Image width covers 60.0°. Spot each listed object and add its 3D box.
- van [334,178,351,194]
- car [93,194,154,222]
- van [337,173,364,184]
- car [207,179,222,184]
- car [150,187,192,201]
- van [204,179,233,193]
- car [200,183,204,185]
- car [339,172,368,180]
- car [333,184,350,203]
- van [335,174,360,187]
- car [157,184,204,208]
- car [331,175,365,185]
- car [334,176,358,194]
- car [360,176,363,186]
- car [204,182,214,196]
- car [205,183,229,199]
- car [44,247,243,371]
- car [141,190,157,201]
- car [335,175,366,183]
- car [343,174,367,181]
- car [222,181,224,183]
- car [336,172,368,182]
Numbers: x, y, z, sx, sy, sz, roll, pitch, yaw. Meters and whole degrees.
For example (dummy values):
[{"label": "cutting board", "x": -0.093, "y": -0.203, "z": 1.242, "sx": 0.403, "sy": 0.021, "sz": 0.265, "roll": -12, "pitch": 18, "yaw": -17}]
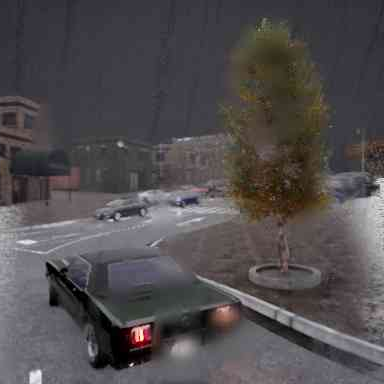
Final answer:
[{"label": "van", "x": 13.347, "y": -0.137, "z": 34.049, "sx": 4.442, "sy": 1.987, "sz": 1.878, "roll": -1, "pitch": 4, "yaw": 10}, {"label": "car", "x": -5.251, "y": 1.248, "z": 24.907, "sx": 1.837, "sy": 1.490, "sz": 4.892, "roll": 0, "pitch": 3, "yaw": 29}, {"label": "van", "x": 31.109, "y": -2.693, "z": 65.315, "sx": 4.442, "sy": 1.987, "sz": 1.878, "roll": -1, "pitch": 4, "yaw": 9}, {"label": "car", "x": 1.618, "y": -0.545, "z": 48.496, "sx": 4.553, "sy": 1.767, "sz": 2.185, "roll": -2, "pitch": 3, "yaw": 8}, {"label": "car", "x": -2.550, "y": 0.233, "z": 40.732, "sx": 4.792, "sy": 1.488, "sz": 2.163, "roll": -2, "pitch": 3, "yaw": 8}, {"label": "van", "x": 4.255, "y": -1.055, "z": 53.691, "sx": 4.442, "sy": 1.987, "sz": 1.878, "roll": -2, "pitch": 3, "yaw": 9}, {"label": "car", "x": -1.166, "y": -0.129, "z": 43.311, "sx": 4.553, "sy": 1.767, "sz": 2.185, "roll": -2, "pitch": 3, "yaw": 8}, {"label": "car", "x": 25.229, "y": -1.866, "z": 54.839, "sx": 5.566, "sy": 2.045, "sz": 2.435, "roll": -1, "pitch": 4, "yaw": 9}, {"label": "car", "x": 11.730, "y": 0.302, "z": 31.499, "sx": 5.008, "sy": 1.535, "sz": 2.097, "roll": -1, "pitch": 4, "yaw": 10}, {"label": "van", "x": 19.360, "y": -0.988, "z": 44.405, "sx": 4.442, "sy": 1.987, "sz": 1.878, "roll": -1, "pitch": 4, "yaw": 10}, {"label": "car", "x": -1.022, "y": 0.523, "z": 32.752, "sx": 2.097, "sy": 1.767, "sz": 4.553, "roll": 0, "pitch": 4, "yaw": 29}, {"label": "car", "x": 29.379, "y": -2.255, "z": 62.751, "sx": 5.366, "sy": 1.575, "sz": 1.946, "roll": -1, "pitch": 4, "yaw": 9}, {"label": "car", "x": 14.705, "y": -0.373, "z": 36.652, "sx": 5.566, "sy": 2.045, "sz": 2.435, "roll": -1, "pitch": 4, "yaw": 10}, {"label": "car", "x": 22.248, "y": -1.187, "z": 49.629, "sx": 4.892, "sy": 1.521, "sz": 2.231, "roll": -1, "pitch": 4, "yaw": 10}, {"label": "car", "x": 0.174, "y": -0.180, "z": 45.922, "sx": 4.792, "sy": 1.488, "sz": 2.163, "roll": -2, "pitch": 3, "yaw": 8}, {"label": "car", "x": 3.876, "y": 0.023, "z": 41.521, "sx": 1.994, "sy": 1.385, "sz": 4.181, "roll": 0, "pitch": 4, "yaw": 31}, {"label": "car", "x": -1.327, "y": 1.664, "z": 5.986, "sx": 1.895, "sy": 1.301, "sz": 4.718, "roll": 1, "pitch": -1, "yaw": -33}, {"label": "car", "x": -3.969, "y": 0.453, "z": 38.140, "sx": 4.674, "sy": 1.452, "sz": 2.002, "roll": -2, "pitch": 3, "yaw": 8}, {"label": "car", "x": 32.252, "y": -2.674, "z": 67.993, "sx": 5.366, "sy": 1.575, "sz": 1.946, "roll": -1, "pitch": 4, "yaw": 9}, {"label": "car", "x": 39.622, "y": -3.587, "z": 81.039, "sx": 4.792, "sy": 1.488, "sz": 2.163, "roll": -1, "pitch": 4, "yaw": 9}, {"label": "car", "x": 2.983, "y": -0.627, "z": 51.106, "sx": 5.008, "sy": 1.535, "sz": 2.097, "roll": -2, "pitch": 3, "yaw": 8}, {"label": "car", "x": 33.897, "y": -3.126, "z": 70.564, "sx": 5.566, "sy": 2.045, "sz": 2.435, "roll": -1, "pitch": 3, "yaw": 9}]
